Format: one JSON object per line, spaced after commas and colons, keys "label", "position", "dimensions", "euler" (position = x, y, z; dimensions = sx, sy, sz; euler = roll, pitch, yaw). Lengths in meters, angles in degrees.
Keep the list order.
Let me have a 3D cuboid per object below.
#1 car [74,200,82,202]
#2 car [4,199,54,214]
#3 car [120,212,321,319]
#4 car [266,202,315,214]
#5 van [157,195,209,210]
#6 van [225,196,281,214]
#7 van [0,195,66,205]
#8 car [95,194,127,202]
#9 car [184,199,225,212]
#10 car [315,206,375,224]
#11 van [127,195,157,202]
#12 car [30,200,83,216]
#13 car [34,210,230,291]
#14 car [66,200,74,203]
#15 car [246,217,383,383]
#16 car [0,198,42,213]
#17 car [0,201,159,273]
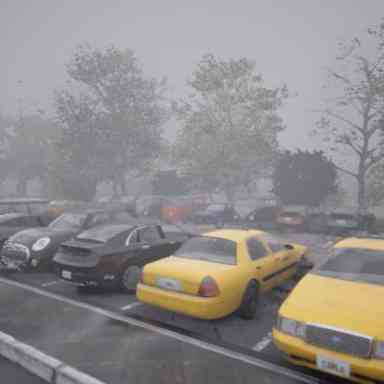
{"label": "car", "position": [-7.038, 1.249, 29.272], "dimensions": [2.435, 2.045, 5.566], "euler": [0, 0, 36]}
{"label": "car", "position": [-18.257, 1.571, 37.394], "dimensions": [2.002, 1.452, 4.674], "euler": [0, 0, 36]}
{"label": "car", "position": [1.120, 1.480, 7.528], "dimensions": [1.946, 1.575, 5.366], "euler": [0, 0, 36]}
{"label": "car", "position": [6.475, 1.503, 19.599], "dimensions": [2.163, 1.488, 4.792], "euler": [0, 0, 36]}
{"label": "van", "position": [-0.213, 1.257, 24.529], "dimensions": [1.878, 1.987, 4.442], "euler": [0, 0, 36]}
{"label": "van", "position": [4.162, 1.247, 21.097], "dimensions": [1.878, 1.987, 4.442], "euler": [0, 0, 35]}
{"label": "van", "position": [-7.922, 1.261, 13.963], "dimensions": [1.878, 1.987, 4.442], "euler": [0, 0, 36]}
{"label": "car", "position": [-4.791, 1.243, 27.652], "dimensions": [2.435, 2.045, 5.566], "euler": [0, 0, 36]}
{"label": "car", "position": [1.969, 1.476, 22.819], "dimensions": [2.097, 1.535, 5.008], "euler": [0, 0, 36]}
{"label": "car", "position": [8.616, 1.508, 18.055], "dimensions": [2.163, 1.488, 4.792], "euler": [0, 0, 36]}
{"label": "van", "position": [-2.597, 1.263, 25.960], "dimensions": [1.878, 1.987, 4.442], "euler": [0, 0, 36]}
{"label": "car", "position": [-13.862, 1.559, 34.231], "dimensions": [2.002, 1.452, 4.674], "euler": [0, 0, 36]}
{"label": "car", "position": [-1.237, 1.478, 8.991], "dimensions": [2.231, 1.521, 4.892], "euler": [0, 0, 36]}
{"label": "car", "position": [-11.519, 1.513, 32.532], "dimensions": [2.097, 1.535, 5.008], "euler": [0, 0, 36]}
{"label": "car", "position": [3.054, 1.492, 5.676], "dimensions": [1.946, 1.575, 5.366], "euler": [0, 0, 36]}
{"label": "car", "position": [-20.507, 1.537, 39.012], "dimensions": [2.097, 1.535, 5.008], "euler": [0, 0, 36]}
{"label": "car", "position": [-3.470, 1.351, 10.647], "dimensions": [2.185, 1.767, 4.553], "euler": [0, 0, 36]}
